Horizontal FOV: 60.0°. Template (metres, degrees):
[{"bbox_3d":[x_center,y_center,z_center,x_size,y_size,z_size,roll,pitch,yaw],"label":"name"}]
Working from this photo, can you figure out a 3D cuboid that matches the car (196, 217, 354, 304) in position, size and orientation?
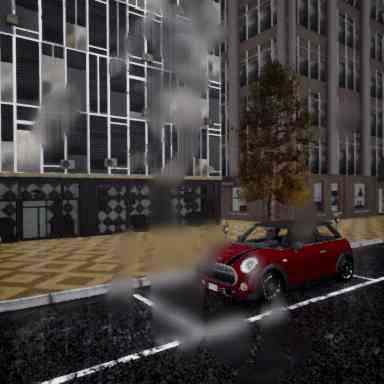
[{"bbox_3d":[2.054,1.439,8.035,4.097,1.590,1.967,0,-1,-35],"label":"car"}]
